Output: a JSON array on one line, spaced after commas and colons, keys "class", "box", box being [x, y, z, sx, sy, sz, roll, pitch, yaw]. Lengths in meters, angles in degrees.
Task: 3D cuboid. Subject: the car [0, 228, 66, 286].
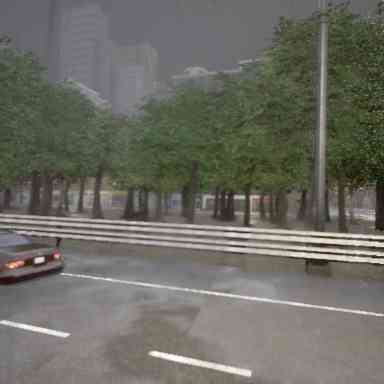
[{"class": "car", "box": [-5.980, 1.624, 8.803, 5.357, 1.411, 2.033, 1, -2, 20]}]
